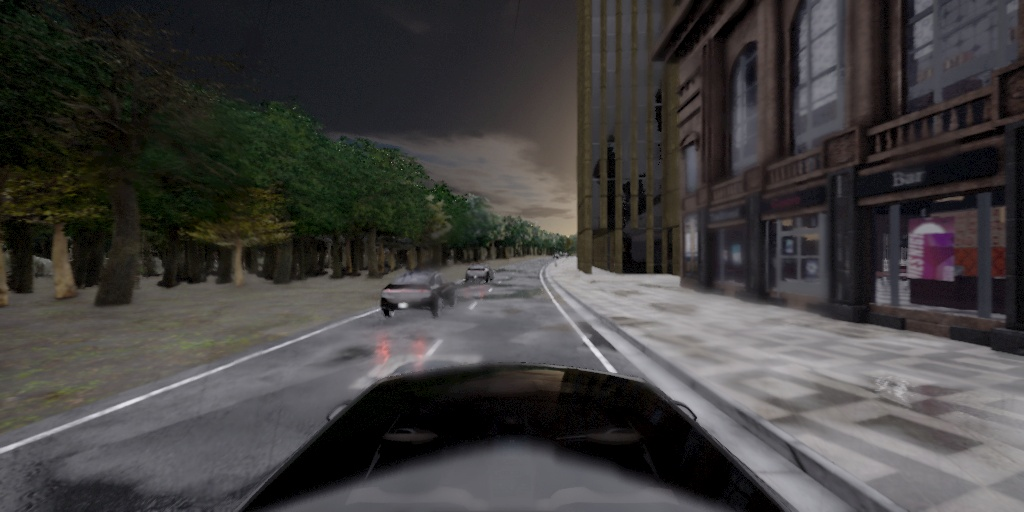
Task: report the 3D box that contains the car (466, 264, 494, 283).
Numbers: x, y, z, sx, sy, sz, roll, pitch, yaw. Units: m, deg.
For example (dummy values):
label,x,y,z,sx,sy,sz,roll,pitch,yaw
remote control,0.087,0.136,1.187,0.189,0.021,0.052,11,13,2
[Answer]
label,x,y,z,sx,sy,sz,roll,pitch,yaw
car,-2.603,1.383,29.433,2.128,1.511,4.902,0,0,3

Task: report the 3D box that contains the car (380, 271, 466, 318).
label,x,y,z,sx,sy,sz,roll,pitch,yaw
car,-3.239,1.299,13.290,2.128,1.511,4.902,0,0,1
